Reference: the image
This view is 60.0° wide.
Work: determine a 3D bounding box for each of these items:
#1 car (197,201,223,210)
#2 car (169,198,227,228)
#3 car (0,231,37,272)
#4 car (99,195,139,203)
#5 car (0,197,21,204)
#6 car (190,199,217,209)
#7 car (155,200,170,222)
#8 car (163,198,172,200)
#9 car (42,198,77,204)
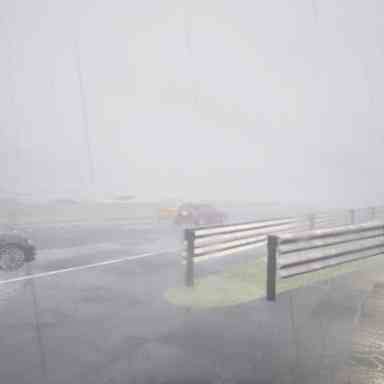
[{"bbox_3d":[2.874,2.039,51.329,1.994,1.385,4.181,1,-1,36],"label":"car"},{"bbox_3d":[0.754,1.583,24.389,2.097,1.767,4.553,1,0,36],"label":"car"},{"bbox_3d":[-6.592,1.438,8.620,2.128,1.511,4.902,1,-1,36],"label":"car"},{"bbox_3d":[-8.978,1.378,41.056,2.150,2.045,5.566,1,0,36],"label":"car"},{"bbox_3d":[-19.343,1.259,32.815,2.097,1.767,4.553,1,0,36],"label":"car"},{"bbox_3d":[2.052,2.034,56.109,2.128,1.511,4.902,1,-1,36],"label":"car"},{"bbox_3d":[-0.945,1.701,27.996,1.882,1.535,5.008,1,0,36],"label":"car"},{"bbox_3d":[-3.846,1.710,54.010,2.097,1.767,4.553,1,-1,36],"label":"car"},{"bbox_3d":[-12.517,1.372,30.288,2.097,1.767,4.553,1,0,36],"label":"car"}]
